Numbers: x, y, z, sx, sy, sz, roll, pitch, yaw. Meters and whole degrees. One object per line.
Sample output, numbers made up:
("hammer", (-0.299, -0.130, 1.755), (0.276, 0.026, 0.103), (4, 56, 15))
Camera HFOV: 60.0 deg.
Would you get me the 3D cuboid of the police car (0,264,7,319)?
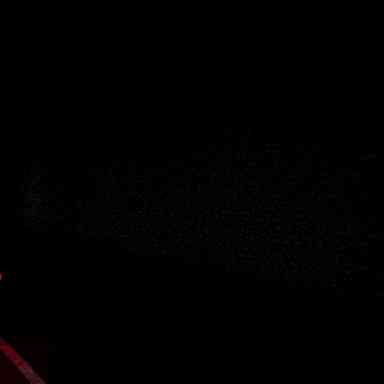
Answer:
("police car", (-5.157, 1.422, 6.306), (1.930, 1.638, 5.238), (0, 0, -45))
